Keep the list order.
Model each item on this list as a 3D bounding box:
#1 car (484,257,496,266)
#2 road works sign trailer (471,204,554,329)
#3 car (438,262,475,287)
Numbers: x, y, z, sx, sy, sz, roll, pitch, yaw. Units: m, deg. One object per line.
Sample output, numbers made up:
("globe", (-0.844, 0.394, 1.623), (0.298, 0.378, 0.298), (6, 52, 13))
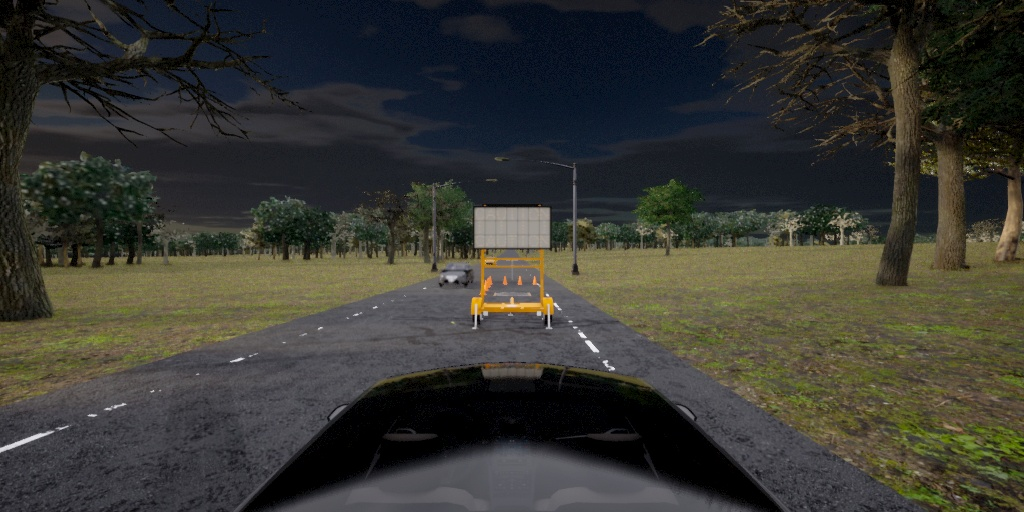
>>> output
("car", (-3.437, 0.931, 55.892), (1.882, 1.535, 5.008), (0, 1, 0))
("road works sign trailer", (0.011, 0.197, 11.145), (2.380, 3.560, 2.880), (0, 0, 0))
("car", (-3.573, 1.170, 23.608), (2.128, 1.511, 4.902), (0, 0, 0))
